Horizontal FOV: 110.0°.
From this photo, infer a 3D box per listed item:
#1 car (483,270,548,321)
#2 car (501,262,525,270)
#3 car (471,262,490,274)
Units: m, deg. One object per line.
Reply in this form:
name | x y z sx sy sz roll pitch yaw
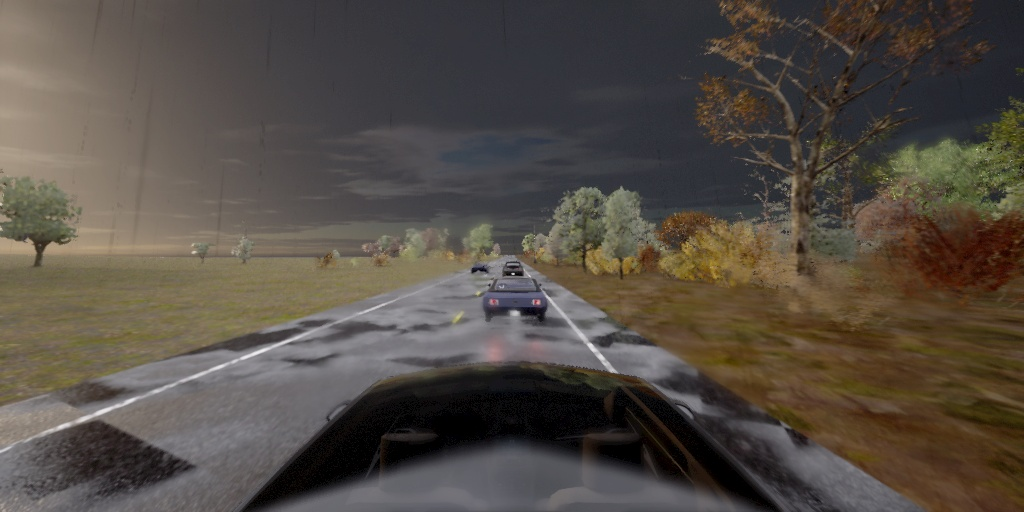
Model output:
car | 0.098 1.349 12.419 1.895 1.301 4.718 0 0 0
car | 0.088 1.243 32.320 1.837 1.490 4.892 0 0 0
car | -3.524 1.331 40.293 1.895 1.301 4.718 0 0 0
